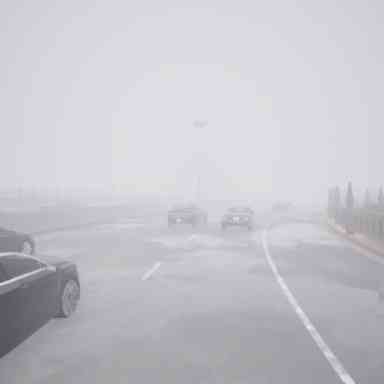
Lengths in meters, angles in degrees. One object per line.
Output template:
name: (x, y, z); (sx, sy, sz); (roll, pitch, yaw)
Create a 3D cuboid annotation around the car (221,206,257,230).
car: (3.124, 1.583, 21.520); (2.033, 1.411, 5.357); (0, 0, 15)

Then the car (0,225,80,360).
car: (-3.127, 1.481, 4.473); (2.128, 1.511, 4.902); (0, 0, 3)

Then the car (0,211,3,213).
car: (-6.243, 1.483, 9.038); (1.837, 1.490, 4.892); (0, 0, 6)

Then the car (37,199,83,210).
car: (-14.277, 1.513, 36.445); (2.033, 1.411, 5.357); (0, 0, 20)

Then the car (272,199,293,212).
car: (11.155, 1.618, 41.081); (1.812, 1.442, 4.674); (0, 0, 28)

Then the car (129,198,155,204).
car: (-6.736, 1.558, 45.140); (1.837, 1.490, 4.892); (0, 0, 26)

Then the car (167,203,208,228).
car: (-0.192, 1.512, 22.349); (2.128, 1.511, 4.902); (0, 0, 14)
